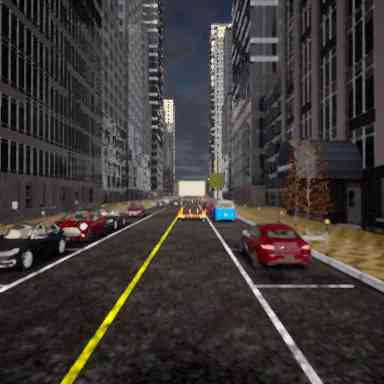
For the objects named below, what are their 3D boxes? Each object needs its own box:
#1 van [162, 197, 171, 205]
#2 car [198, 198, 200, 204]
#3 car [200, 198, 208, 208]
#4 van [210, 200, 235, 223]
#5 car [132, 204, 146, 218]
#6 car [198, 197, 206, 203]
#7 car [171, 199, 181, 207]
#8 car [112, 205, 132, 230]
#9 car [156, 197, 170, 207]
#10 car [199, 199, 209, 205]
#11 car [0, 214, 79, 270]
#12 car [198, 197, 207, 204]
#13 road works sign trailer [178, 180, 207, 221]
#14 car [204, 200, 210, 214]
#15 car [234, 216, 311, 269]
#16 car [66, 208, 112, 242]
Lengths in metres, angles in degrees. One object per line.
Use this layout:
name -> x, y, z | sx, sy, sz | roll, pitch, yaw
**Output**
van -> -5.704, 1.996, 73.877 | 1.690, 1.788, 3.998 | 0, 0, 0
car -> 2.677, 2.162, 68.180 | 2.008, 1.369, 4.403 | 0, 0, 0
car -> 2.679, 2.097, 56.796 | 1.802, 1.307, 4.206 | 0, 0, 0
van -> 2.684, 1.605, 28.337 | 1.690, 1.788, 3.998 | 0, -1, 0
car -> -5.698, 1.896, 34.028 | 1.802, 1.307, 4.206 | 0, -1, 0
car -> 2.673, 2.221, 90.950 | 1.967, 1.590, 4.097 | 0, 0, 0
car -> -3.033, 2.085, 65.241 | 2.128, 1.511, 4.902 | 0, 0, 0
car -> -5.695, 1.764, 22.644 | 2.008, 1.369, 4.403 | 0, -1, 0
car -> -5.703, 2.115, 62.490 | 2.008, 1.369, 4.403 | 0, 0, 0
car -> 2.676, 2.206, 73.873 | 2.008, 1.369, 4.403 | 0, 0, 0
car -> -5.694, 1.661, 11.259 | 2.008, 1.369, 4.403 | 0, -1, 0
car -> 2.674, 2.180, 85.258 | 1.967, 1.590, 4.097 | 0, 0, 0
road works sign trailer -> -0.006, 0.737, 29.363 | 2.380, 3.560, 2.880 | 0, -1, 0
car -> 2.682, 1.946, 39.719 | 1.802, 1.307, 4.206 | 0, -1, 0
car -> 2.687, 1.693, 11.259 | 1.802, 1.307, 4.206 | 0, -1, 0
car -> -5.695, 1.602, 16.953 | 1.967, 1.590, 4.097 | 0, -1, 0
